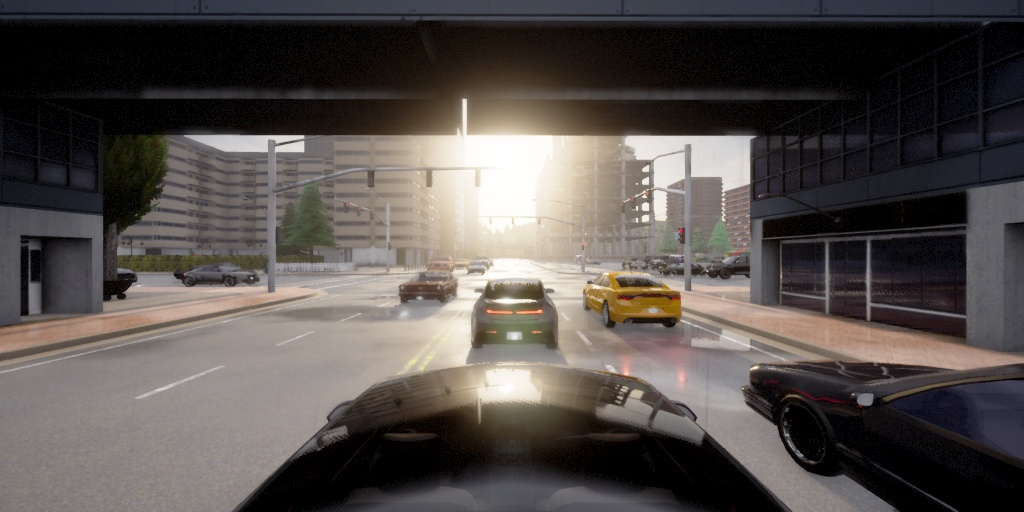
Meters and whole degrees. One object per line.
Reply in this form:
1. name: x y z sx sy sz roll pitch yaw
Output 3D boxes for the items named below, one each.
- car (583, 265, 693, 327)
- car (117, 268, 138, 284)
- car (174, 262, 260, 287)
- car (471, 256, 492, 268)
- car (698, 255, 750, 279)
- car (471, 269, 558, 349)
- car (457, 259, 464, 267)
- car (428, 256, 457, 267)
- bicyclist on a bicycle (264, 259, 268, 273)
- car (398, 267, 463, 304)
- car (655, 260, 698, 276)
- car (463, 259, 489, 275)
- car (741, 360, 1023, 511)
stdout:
1. car: 3.575 1.228 11.533 1.882 1.535 5.008 0 0 0
2. car: -27.990 1.102 23.929 4.553 1.767 2.097 0 0 0
3. car: -19.383 1.314 23.971 4.181 1.385 1.994 0 0 0
4. car: -4.544 0.967 53.948 2.150 2.045 5.566 0 1 -1
5. car: 19.895 0.971 31.400 5.566 2.045 2.150 0 0 1
6. car: 0.064 1.255 9.162 1.837 1.490 4.892 0 0 0
7. car: -8.058 1.227 57.492 1.882 1.535 5.008 0 0 0
8. car: -7.932 0.972 40.538 2.150 2.045 5.566 0 0 -1
9. bicyclist on a bicycle: -26.006 1.051 38.419 0.582 1.620 1.656 0 0 0
10. car: -3.624 1.351 16.316 1.895 1.301 4.718 0 0 0
11. car: 16.882 1.351 34.938 4.718 1.301 1.895 0 0 0
12. car: -3.960 1.297 38.955 2.033 1.411 5.357 0 0 -8
13. car: 3.600 1.297 1.706 2.033 1.411 5.357 0 0 0
